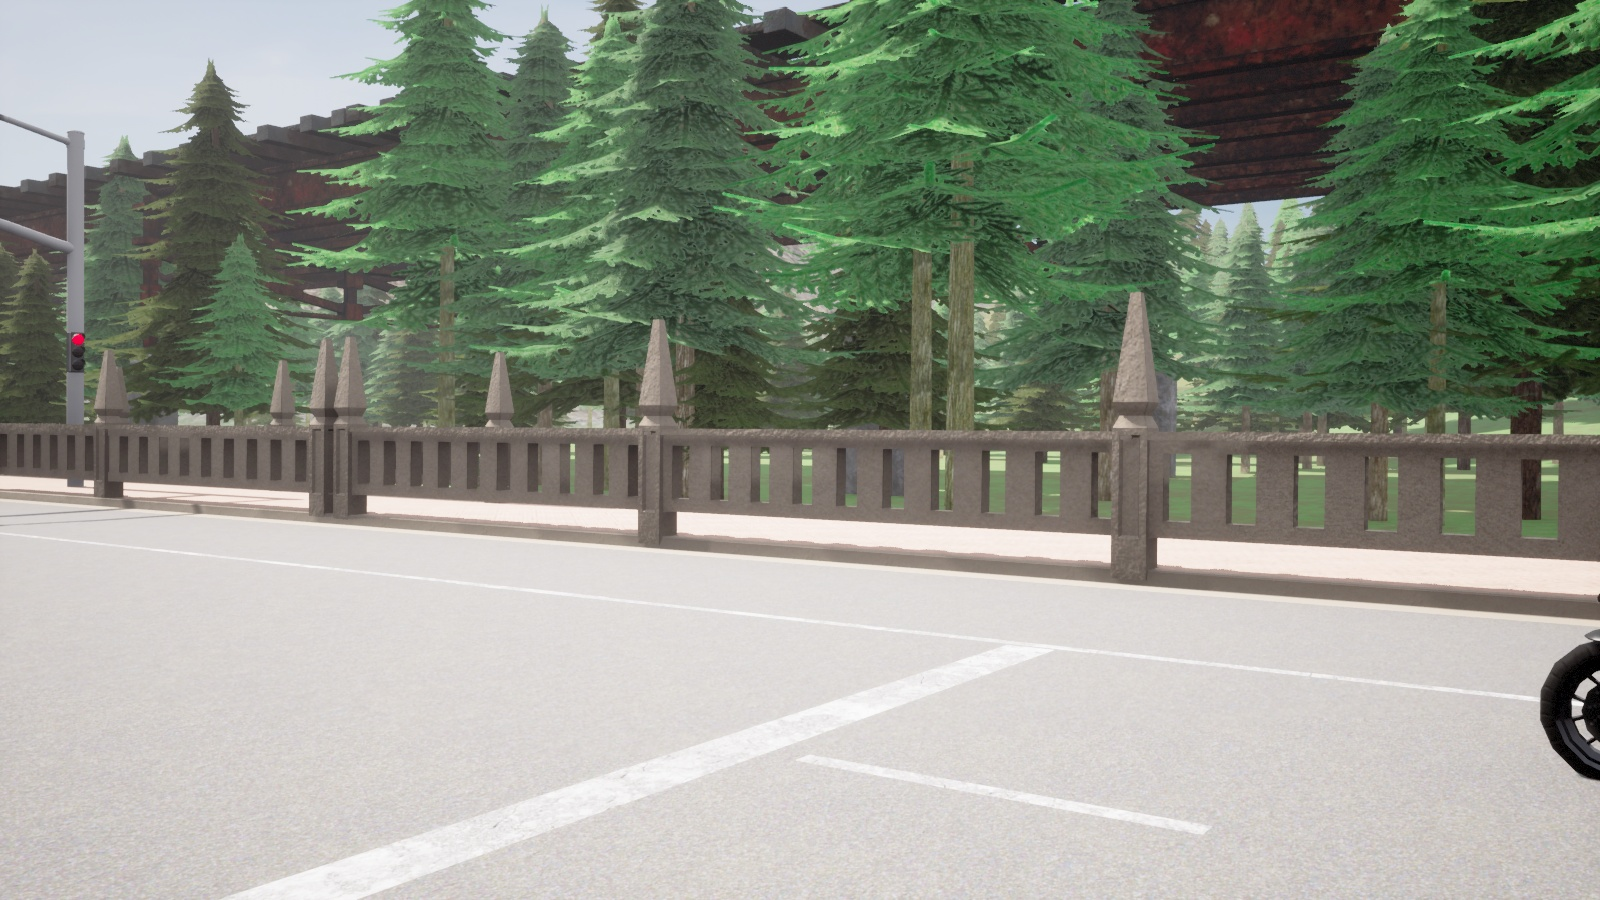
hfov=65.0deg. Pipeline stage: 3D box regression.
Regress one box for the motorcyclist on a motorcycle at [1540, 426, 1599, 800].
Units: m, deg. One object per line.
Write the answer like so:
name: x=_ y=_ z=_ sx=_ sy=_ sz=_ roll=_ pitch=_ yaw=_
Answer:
motorcyclist on a motorcycle: x=4.247 y=0.660 z=5.004 sx=2.191 sy=1.530 sz=0.866 roll=0 pitch=1 yaw=34
